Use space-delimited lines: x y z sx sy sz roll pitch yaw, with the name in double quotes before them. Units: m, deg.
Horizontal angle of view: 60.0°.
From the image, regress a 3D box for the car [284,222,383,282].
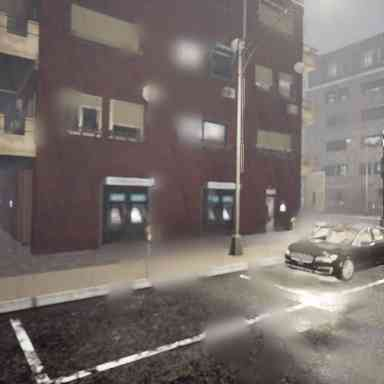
"car" 4.617 1.617 9.947 4.403 1.369 2.008 0 1 -35
